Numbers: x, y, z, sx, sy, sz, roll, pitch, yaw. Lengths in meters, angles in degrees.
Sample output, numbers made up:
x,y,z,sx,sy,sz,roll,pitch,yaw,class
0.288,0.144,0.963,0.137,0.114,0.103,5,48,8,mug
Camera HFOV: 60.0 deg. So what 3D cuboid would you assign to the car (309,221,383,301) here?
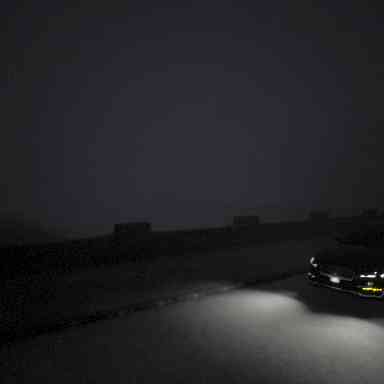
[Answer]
x,y,z,sx,sy,sz,roll,pitch,yaw,class
4.826,1.501,8.042,4.892,1.490,1.837,0,0,-35,car
